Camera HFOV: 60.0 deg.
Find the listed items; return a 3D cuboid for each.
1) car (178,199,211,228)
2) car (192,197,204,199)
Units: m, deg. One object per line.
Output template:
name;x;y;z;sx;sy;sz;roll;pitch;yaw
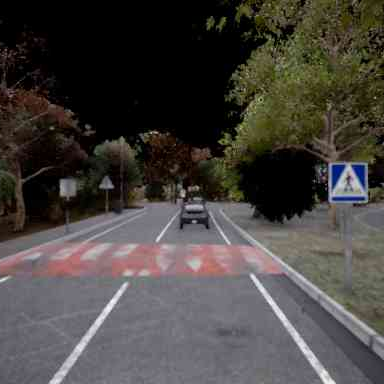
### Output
car;0.152;1.486;21.952;1.837;1.490;4.892;0;0;0
car;0.747;1.347;38.962;2.128;1.511;4.902;0;0;4
